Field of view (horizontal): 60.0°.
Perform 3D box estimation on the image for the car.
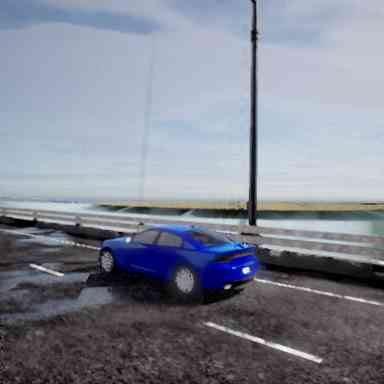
[{"bbox_3d":[-0.625,1.649,9.263,5.008,1.535,1.882,0,-1,41],"label":"car"}]
